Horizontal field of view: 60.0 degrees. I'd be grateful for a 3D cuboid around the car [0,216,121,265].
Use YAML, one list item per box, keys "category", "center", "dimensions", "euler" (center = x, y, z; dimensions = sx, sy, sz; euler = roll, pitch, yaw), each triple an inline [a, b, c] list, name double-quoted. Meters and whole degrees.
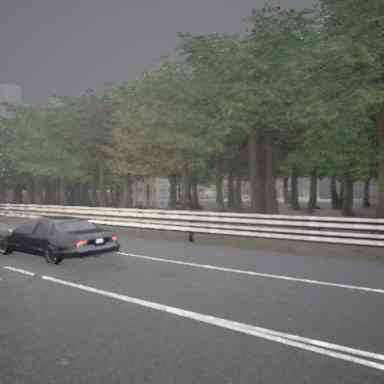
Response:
- category: "car"
  center: [-4.885, 1.555, 11.683]
  dimensions: [5.357, 1.411, 2.033]
  euler: [0, 0, 35]
